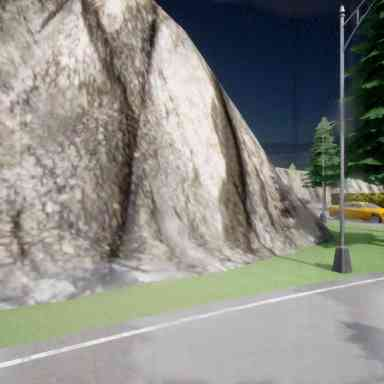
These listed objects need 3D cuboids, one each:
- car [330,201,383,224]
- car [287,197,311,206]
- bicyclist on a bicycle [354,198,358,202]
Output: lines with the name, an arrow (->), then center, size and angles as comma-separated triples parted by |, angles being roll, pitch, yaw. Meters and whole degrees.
car -> 12.845, 1.478, 25.040 | 1.882, 1.535, 5.008 | 0, 0, -28
car -> 17.773, 1.565, 55.381 | 4.181, 1.385, 1.994 | 0, 0, -32
bicyclist on a bicycle -> 16.430, 1.453, 33.354 | 1.656, 1.620, 0.582 | 0, 0, -28
